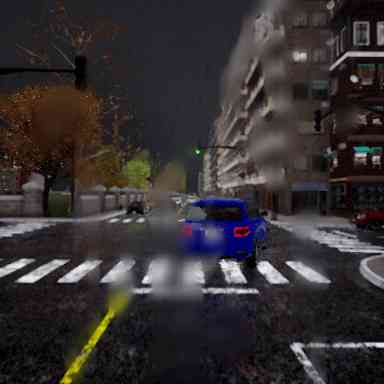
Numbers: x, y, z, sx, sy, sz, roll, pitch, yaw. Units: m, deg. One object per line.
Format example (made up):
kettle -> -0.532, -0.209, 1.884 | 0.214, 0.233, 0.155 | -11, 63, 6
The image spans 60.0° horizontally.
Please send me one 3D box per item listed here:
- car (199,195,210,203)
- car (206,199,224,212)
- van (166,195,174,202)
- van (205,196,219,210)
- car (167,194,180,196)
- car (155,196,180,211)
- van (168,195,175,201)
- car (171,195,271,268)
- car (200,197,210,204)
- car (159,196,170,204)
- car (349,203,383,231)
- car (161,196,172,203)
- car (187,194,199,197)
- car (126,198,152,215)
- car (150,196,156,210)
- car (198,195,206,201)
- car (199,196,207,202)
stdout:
car -> 2.702, 1.510, 74.295 | 2.192, 1.841, 5.009 | 0, 0, 0
car -> 2.698, 1.634, 40.514 | 1.887, 1.381, 4.507 | 0, 0, 0
van -> -5.678, 1.578, 85.557 | 1.690, 1.788, 3.998 | 0, 0, 0
van -> 2.699, 1.445, 46.145 | 1.690, 1.788, 3.998 | 0, 0, 0
car -> -3.048, 1.361, 57.965 | 2.150, 2.045, 5.566 | 0, 0, 1
car -> -3.088, 1.585, 42.513 | 2.128, 1.511, 4.902 | 0, 0, 0
van -> -5.677, 1.601, 91.186 | 1.690, 1.788, 3.998 | 0, 0, 0
car -> 1.388, 1.248, 11.703 | 2.150, 2.045, 5.566 | -1, 0, 18
car -> 2.701, 1.720, 68.665 | 1.887, 1.381, 4.507 | 0, 0, 0
car -> -5.679, 1.616, 68.667 | 1.967, 1.590, 4.097 | 0, 0, 0
car -> 13.469, 1.643, 22.560 | 5.009, 1.841, 2.192 | 1, -1, -1
car -> -5.678, 1.635, 74.296 | 1.967, 1.590, 4.097 | 0, 0, 0
car -> 0.007, 1.686, 64.016 | 1.812, 1.442, 4.674 | 0, 0, 0
car -> -5.683, 1.640, 34.884 | 1.947, 1.339, 4.313 | 0, 0, 0
car -> -5.681, 1.629, 45.976 | 1.752, 1.417, 4.829 | 0, 0, 0
car -> 2.703, 1.700, 91.185 | 1.967, 1.590, 4.097 | 0, 0, 0
car -> 2.702, 1.782, 85.555 | 1.887, 1.381, 4.507 | 0, 0, 0
